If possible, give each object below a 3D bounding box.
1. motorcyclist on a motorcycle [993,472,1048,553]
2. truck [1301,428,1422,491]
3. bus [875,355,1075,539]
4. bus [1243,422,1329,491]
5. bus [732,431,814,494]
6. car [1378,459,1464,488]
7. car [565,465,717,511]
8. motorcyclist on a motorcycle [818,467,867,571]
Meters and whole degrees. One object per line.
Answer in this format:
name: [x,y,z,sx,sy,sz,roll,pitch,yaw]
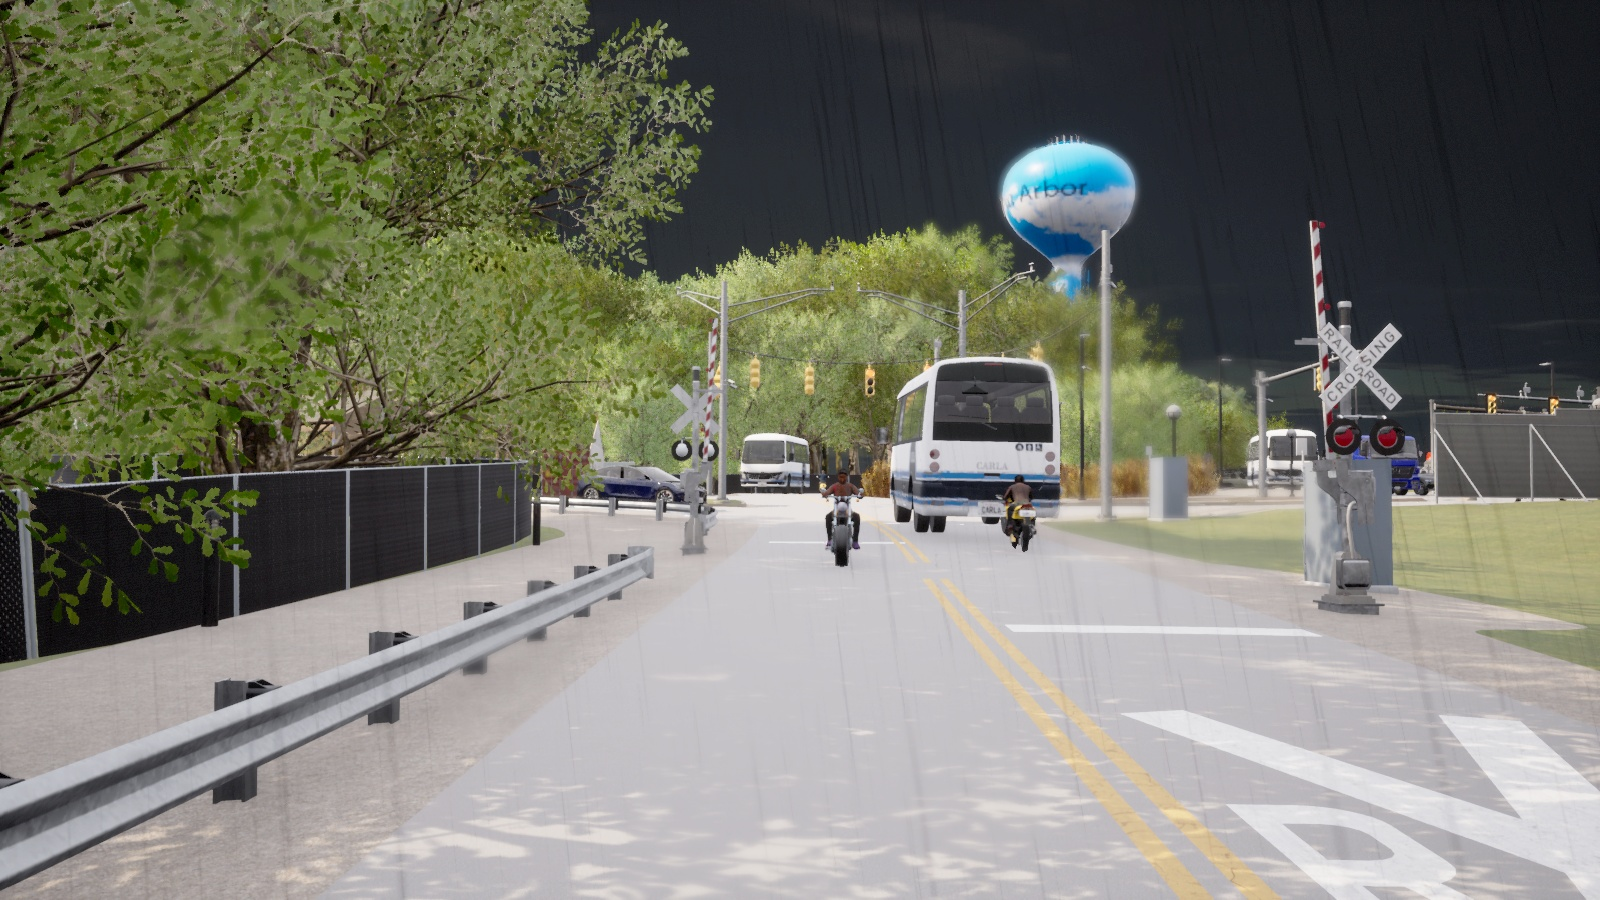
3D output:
motorcyclist on a motorcycle: [4.369,1.211,25.018,0.797,1.523,2.044,0,-1,1]
truck: [32.446,0.593,72.946,2.891,3.462,7.936,0,-1,-5]
bus: [4.383,-0.010,34.388,3.944,4.253,10.273,1,-1,0]
bus: [33.056,0.568,85.933,3.944,4.253,10.273,0,-3,12]
bus: [-1.794,1.044,90.119,3.944,4.253,10.273,0,-2,10]
car: [36.096,1.367,73.145,2.152,1.651,5.027,0,-1,-5]
car: [-5.469,1.299,43.212,4.792,1.488,2.163,0,-2,28]
motorcyclist on a motorcycle: [0.730,1.115,21.185,0.766,1.649,2.350,0,-1,3]
